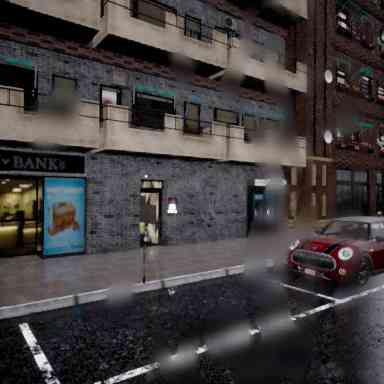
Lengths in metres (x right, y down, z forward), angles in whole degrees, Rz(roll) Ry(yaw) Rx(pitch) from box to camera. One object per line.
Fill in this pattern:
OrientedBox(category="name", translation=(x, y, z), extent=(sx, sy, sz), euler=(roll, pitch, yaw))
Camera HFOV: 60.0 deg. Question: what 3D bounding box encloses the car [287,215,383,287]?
OrientedBox(category="car", translation=(4.530, 1.442, 9.327), extent=(4.097, 1.590, 1.967), euler=(0, 1, -36))
